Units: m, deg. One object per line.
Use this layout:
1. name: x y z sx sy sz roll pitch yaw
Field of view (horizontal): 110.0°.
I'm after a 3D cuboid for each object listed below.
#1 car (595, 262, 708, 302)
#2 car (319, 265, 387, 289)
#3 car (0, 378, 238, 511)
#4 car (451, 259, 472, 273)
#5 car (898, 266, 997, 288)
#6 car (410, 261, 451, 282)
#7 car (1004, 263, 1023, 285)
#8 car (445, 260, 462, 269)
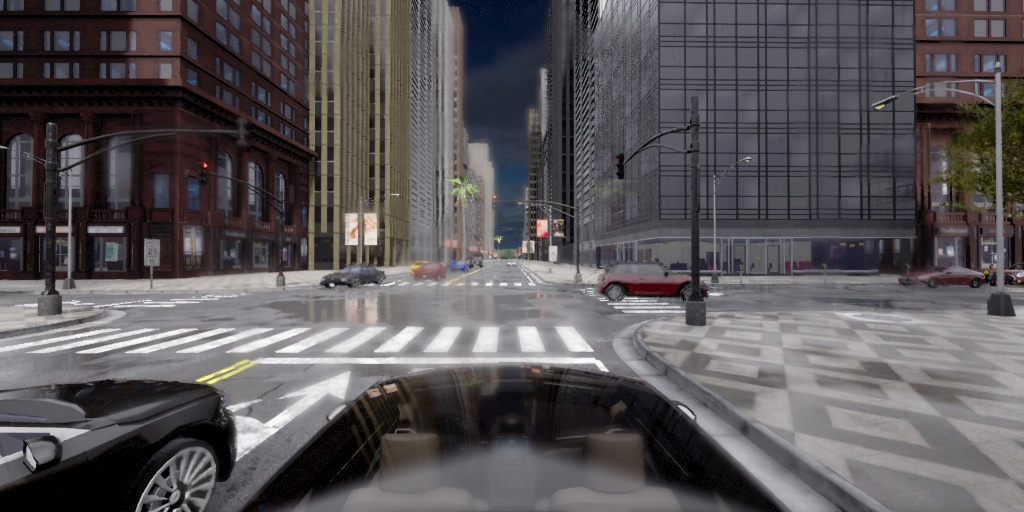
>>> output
1. car: 6.089 1.068 15.955 4.553 1.767 2.097 0 -1 6
2. car: -10.329 1.336 23.919 2.033 1.411 5.357 0 0 8
3. car: -3.138 1.241 0.952 2.128 1.511 4.902 0 0 -1
4. car: -6.684 1.332 46.074 1.882 1.535 5.008 0 0 0
5. car: 26.426 1.276 22.052 4.207 1.307 1.802 0 0 -1
6. car: -6.651 1.281 29.738 1.882 1.535 5.008 0 0 0
7. car: 32.064 1.118 22.151 4.097 1.591 1.967 0 0 -1
8. car: -9.924 1.466 61.472 2.033 1.411 5.357 0 0 0
